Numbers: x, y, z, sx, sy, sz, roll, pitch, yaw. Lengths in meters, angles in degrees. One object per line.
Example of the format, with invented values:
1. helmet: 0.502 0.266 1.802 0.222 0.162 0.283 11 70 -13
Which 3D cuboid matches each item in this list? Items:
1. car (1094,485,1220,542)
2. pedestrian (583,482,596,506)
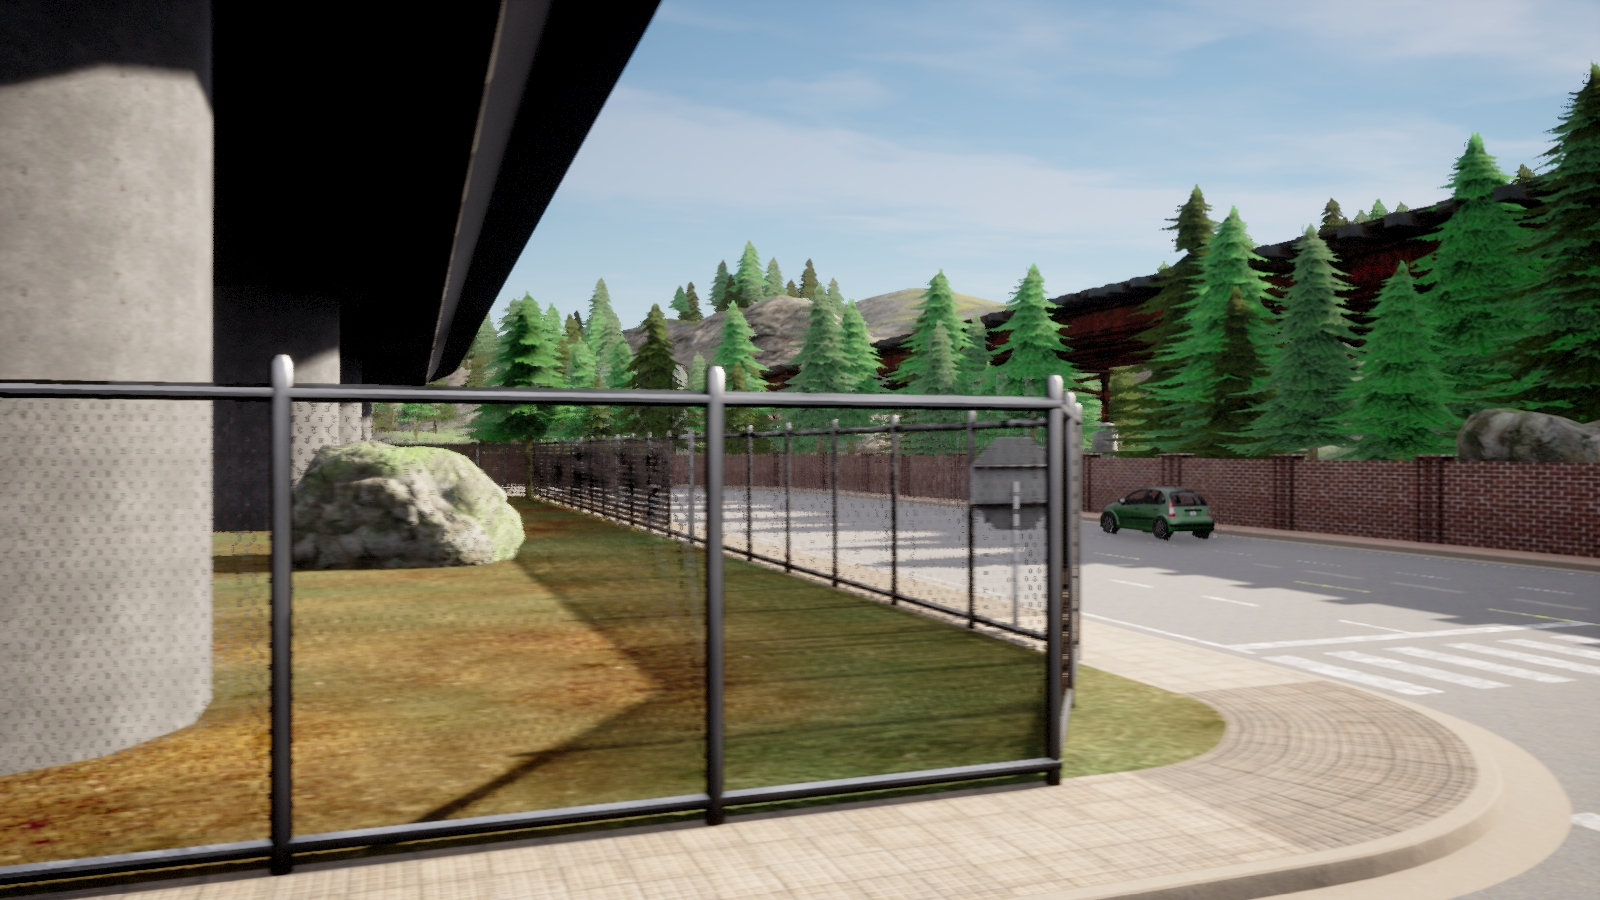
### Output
1. car: 11.470 2.001 37.020 1.851 1.617 3.988 0 0 -20
2. pedestrian: -10.038 2.082 54.489 0.500 1.100 0.500 0 0 -21
